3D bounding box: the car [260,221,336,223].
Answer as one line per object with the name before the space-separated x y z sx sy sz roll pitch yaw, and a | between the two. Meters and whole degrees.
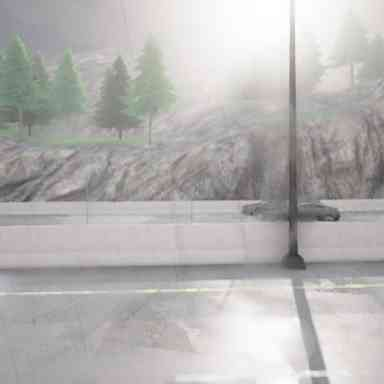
car | 6.555 1.336 20.420 4.902 1.511 2.128 0 0 -6
